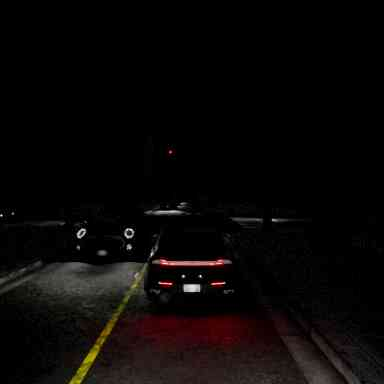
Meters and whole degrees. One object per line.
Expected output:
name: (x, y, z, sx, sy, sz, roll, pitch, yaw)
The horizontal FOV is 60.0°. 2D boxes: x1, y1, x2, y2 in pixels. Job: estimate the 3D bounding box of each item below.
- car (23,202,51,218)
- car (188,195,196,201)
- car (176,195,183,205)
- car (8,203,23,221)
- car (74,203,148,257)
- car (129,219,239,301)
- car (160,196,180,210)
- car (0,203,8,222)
car: (-14.769, 1.581, 29.496, 4.313, 1.339, 1.947, 0, 0, 0)
car: (-0.013, 1.451, 81.346, 1.812, 1.442, 4.674, 0, 0, 0)
car: (-2.851, 1.484, 53.923, 1.812, 1.442, 4.674, 0, 0, 0)
car: (-15.688, 1.209, 24.011, 5.566, 2.045, 2.150, 0, 0, 0)
car: (-2.851, 1.351, 12.826, 2.097, 1.767, 4.553, 0, 0, 0)
car: (0.000, 1.492, 8.323, 2.128, 1.511, 4.902, 0, 0, 0)
car: (-2.858, 1.539, 41.369, 1.994, 1.385, 4.181, 0, 0, 0)
car: (-14.773, 1.540, 21.469, 4.313, 1.339, 1.947, 0, 0, 0)
